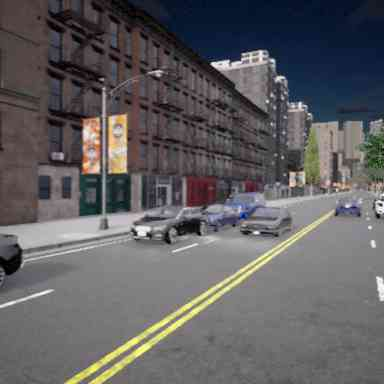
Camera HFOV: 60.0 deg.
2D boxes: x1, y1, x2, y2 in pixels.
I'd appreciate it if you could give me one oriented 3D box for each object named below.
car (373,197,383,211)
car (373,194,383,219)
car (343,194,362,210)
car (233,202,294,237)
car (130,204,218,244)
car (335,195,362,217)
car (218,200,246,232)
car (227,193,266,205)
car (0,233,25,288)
[{"bbox_3d":[23.379,1.436,40.897,1.812,1.442,4.674,1,0,28],"label":"car"},{"bbox_3d":[16.825,1.169,28.232,2.150,2.045,5.566,1,1,28],"label":"car"},{"bbox_3d":[20.667,1.233,42.717,2.097,1.767,4.553,1,0,28],"label":"car"},{"bbox_3d":[4.271,1.538,18.106,2.033,1.411,5.357,1,0,27],"label":"car"},{"bbox_3d":[-0.873,1.395,15.434,2.128,1.511,4.902,1,0,27],"label":"car"},{"bbox_3d":[14.587,1.268,30.936,2.097,1.767,4.553,1,1,28],"label":"car"},{"bbox_3d":[1.383,1.424,19.595,1.812,1.442,4.674,1,0,27],"label":"car"},{"bbox_3d":[4.025,1.102,24.911,2.150,2.045,5.566,1,0,27],"label":"car"},{"bbox_3d":[-5.657,1.415,6.183,2.128,1.511,4.902,1,0,26],"label":"car"}]
